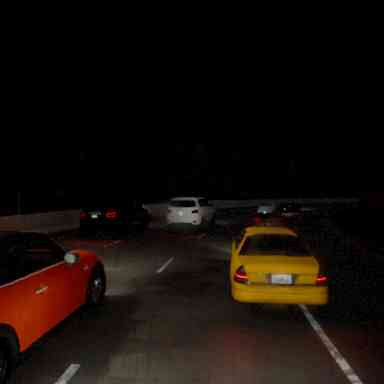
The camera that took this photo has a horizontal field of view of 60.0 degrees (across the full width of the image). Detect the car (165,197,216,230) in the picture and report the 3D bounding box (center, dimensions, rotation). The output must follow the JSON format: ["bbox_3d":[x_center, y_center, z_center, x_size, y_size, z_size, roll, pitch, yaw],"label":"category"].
[{"bbox_3d":[0.071,1.338,22.142,2.150,2.045,5.566,0,0,16],"label":"car"}]

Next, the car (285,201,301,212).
[{"bbox_3d":[12.485,1.804,42.469,1.895,1.301,4.718,0,0,31],"label":"car"}]

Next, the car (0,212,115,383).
[{"bbox_3d":[-2.970,1.384,5.097,2.097,1.767,4.553,0,0,4],"label":"car"}]

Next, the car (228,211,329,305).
[{"bbox_3d":[1.870,1.497,8.305,1.801,1.575,5.366,0,0,7],"label":"car"}]

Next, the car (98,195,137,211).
[{"bbox_3d":[-10.021,1.468,45.149,2.150,2.045,5.566,0,0,26],"label":"car"}]

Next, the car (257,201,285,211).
[{"bbox_3d":[7.732,1.687,33.131,1.812,1.442,4.674,0,0,24],"label":"car"}]

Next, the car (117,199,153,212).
[{"bbox_3d":[-7.223,1.722,42.798,2.128,1.511,4.902,0,0,26],"label":"car"}]

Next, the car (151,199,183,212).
[{"bbox_3d":[-3.139,1.732,43.245,1.837,1.490,4.892,-1,0,27],"label":"car"}]

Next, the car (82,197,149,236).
[{"bbox_3d":[-4.291,1.327,19.259,2.150,2.045,5.566,0,0,12],"label":"car"}]
